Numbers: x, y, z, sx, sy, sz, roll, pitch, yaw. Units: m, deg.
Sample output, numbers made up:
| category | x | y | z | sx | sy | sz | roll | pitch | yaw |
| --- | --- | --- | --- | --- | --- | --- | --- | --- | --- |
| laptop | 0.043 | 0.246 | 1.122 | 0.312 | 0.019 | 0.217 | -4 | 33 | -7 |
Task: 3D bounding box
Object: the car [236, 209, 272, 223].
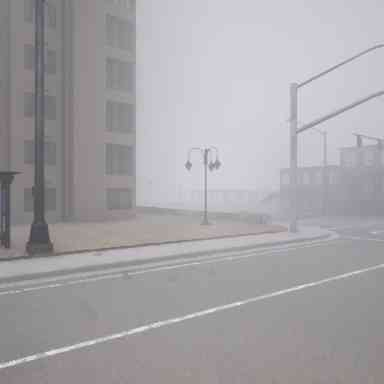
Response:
| category | x | y | z | sx | sy | sz | roll | pitch | yaw |
| --- | --- | --- | --- | --- | --- | --- | --- | --- | --- |
| car | 5.783 | 2.494 | 33.688 | 1.882 | 1.535 | 5.008 | 0 | -9 | -36 |
